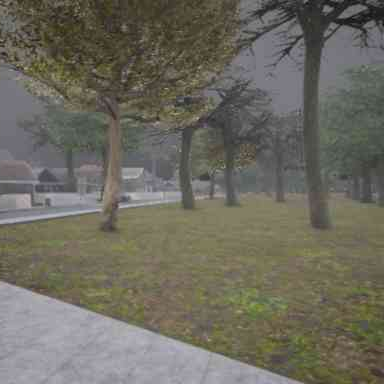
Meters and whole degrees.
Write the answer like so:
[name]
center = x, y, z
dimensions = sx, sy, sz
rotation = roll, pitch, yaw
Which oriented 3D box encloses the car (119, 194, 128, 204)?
[car]
center = -10.936, 1.010, 48.840
dimensions = 1.994, 1.385, 4.181
rotation = 0, 0, 13
